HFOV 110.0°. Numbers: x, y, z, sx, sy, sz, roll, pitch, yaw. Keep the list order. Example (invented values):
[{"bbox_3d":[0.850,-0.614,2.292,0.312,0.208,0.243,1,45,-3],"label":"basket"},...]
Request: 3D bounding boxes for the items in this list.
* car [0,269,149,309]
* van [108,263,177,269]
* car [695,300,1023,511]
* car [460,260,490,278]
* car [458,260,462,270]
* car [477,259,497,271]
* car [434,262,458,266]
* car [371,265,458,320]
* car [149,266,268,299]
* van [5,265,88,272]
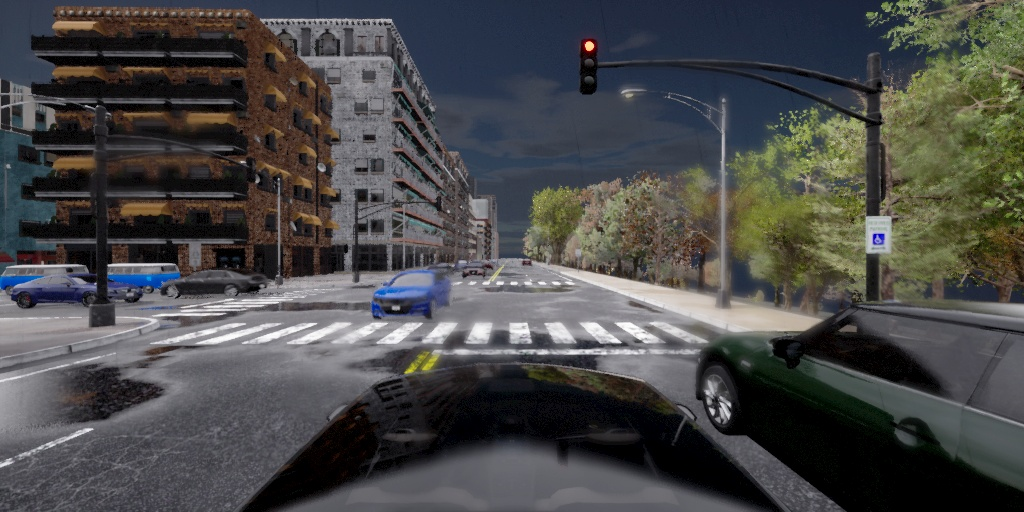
[{"bbox_3d":[-19.573,1.517,16.199,4.674,1.442,1.812,-1,0,0],"label":"car"},{"bbox_3d":[-22.783,1.351,21.946,3.998,1.789,1.690,0,0,-1],"label":"van"},{"bbox_3d":[3.347,1.102,2.651,2.097,1.767,4.553,0,0,0],"label":"car"},{"bbox_3d":[-3.452,1.317,34.034,1.994,1.385,4.181,0,0,0],"label":"car"},{"bbox_3d":[-6.745,1.285,48.412,1.812,1.442,4.674,0,0,0],"label":"car"},{"bbox_3d":[-3.501,1.361,50.629,1.895,1.301,4.718,0,0,0],"label":"car"},{"bbox_3d":[-6.703,1.316,34.056,1.994,1.385,4.181,0,0,0],"label":"car"},{"bbox_3d":[-3.399,1.260,12.974,1.882,1.535,5.008,-1,0,0],"label":"car"},{"bbox_3d":[-15.933,1.436,19.296,4.892,1.490,1.837,-1,2,-3],"label":"car"},{"bbox_3d":[-28.384,1.424,21.851,3.998,1.789,1.690,0,0,-1],"label":"van"}]
